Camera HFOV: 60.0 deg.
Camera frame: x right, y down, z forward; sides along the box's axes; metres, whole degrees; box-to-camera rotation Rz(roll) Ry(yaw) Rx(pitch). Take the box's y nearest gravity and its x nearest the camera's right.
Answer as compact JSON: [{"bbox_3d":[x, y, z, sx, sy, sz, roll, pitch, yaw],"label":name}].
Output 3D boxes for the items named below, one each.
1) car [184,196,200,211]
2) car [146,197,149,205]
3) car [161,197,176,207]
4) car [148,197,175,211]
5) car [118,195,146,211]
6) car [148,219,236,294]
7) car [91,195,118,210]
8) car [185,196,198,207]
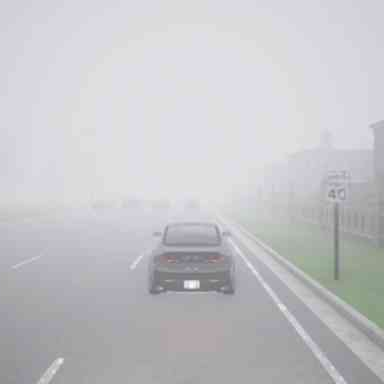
[{"bbox_3d":[-0.017,1.419,39.266,2.033,1.411,5.357,0,0,0],"label":"car"},{"bbox_3d":[-7.022,1.402,49.682,1.994,1.385,4.181,0,0,0],"label":"car"},{"bbox_3d":[-3.522,1.439,49.738,1.895,1.301,4.718,0,0,0],"label":"car"},{"bbox_3d":[-3.517,1.364,39.264,2.128,1.511,4.902,0,0,0],"label":"car"},{"bbox_3d":[-7.017,1.350,39.262,1.882,1.535,5.008,0,0,0],"label":"car"},{"bbox_3d":[-0.004,1.475,8.653,1.837,1.490,4.892,0,0,0],"label":"car"},{"bbox_3d":[-10.518,1.435,39.644,1.994,1.385,4.181,0,0,0],"label":"car"},{"bbox_3d":[-0.022,1.364,49.685,1.812,1.442,4.674,0,0,0],"label":"car"}]
